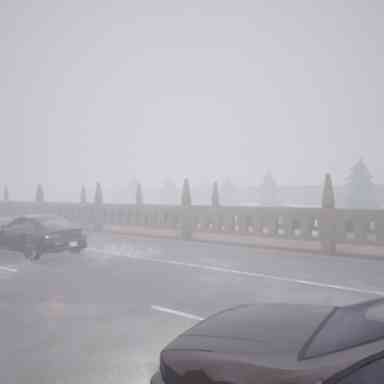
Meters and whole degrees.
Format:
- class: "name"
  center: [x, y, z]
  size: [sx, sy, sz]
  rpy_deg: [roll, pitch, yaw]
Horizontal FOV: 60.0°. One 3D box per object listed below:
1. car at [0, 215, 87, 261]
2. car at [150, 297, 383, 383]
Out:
- class: "car"
  center: [-5.832, 1.570, 12.401]
  size: [4.674, 1.442, 1.812]
  rpy_deg: [0, 0, 35]
- class: "car"
  center: [2.211, 1.541, 2.403]
  size: [5.357, 1.411, 2.033]
  rpy_deg: [0, 0, 35]
